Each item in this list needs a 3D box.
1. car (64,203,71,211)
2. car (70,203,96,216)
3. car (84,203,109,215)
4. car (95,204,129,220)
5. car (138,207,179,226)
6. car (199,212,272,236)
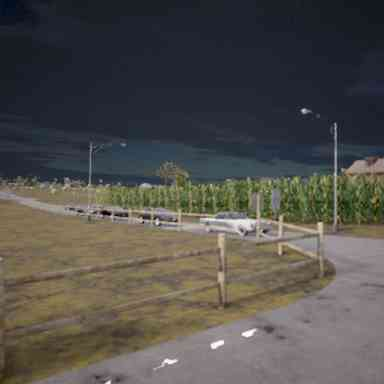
[{"bbox_3d":[-21.255,2.593,59.127,1.994,1.385,4.181,3,-1,-35],"label":"car"},{"bbox_3d":[-14.022,2.354,43.881,2.128,1.511,4.902,3,-2,-35],"label":"car"},{"bbox_3d":[-14.160,2.488,49.112,1.882,1.535,5.008,3,-2,-35],"label":"car"},{"bbox_3d":[-8.322,2.183,35.783,1.882,1.535,5.008,3,-3,-35],"label":"car"},{"bbox_3d":[-2.846,2.017,28.046,1.837,1.490,4.892,3,-3,-35],"label":"car"},{"bbox_3d":[2.589,1.915,20.437,1.895,1.301,4.718,3,-3,-37],"label":"car"}]
